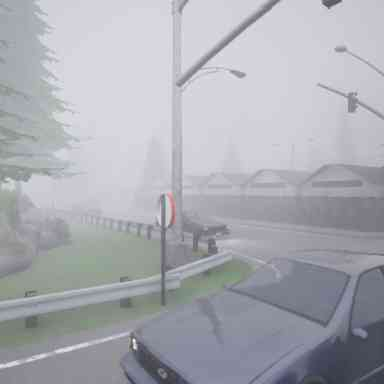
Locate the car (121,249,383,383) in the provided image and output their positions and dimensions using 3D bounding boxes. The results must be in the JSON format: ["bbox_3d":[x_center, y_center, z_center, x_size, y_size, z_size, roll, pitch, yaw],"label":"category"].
[{"bbox_3d":[1.865,1.549,4.448,5.357,1.411,2.033,0,0,-34],"label":"car"}]

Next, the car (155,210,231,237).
[{"bbox_3d":[-0.160,1.739,18.967,2.033,1.411,5.357,0,0,-35],"label":"car"}]

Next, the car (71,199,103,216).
[{"bbox_3d":[-10.993,1.739,34.436,2.033,1.411,5.357,0,0,-36],"label":"car"}]
